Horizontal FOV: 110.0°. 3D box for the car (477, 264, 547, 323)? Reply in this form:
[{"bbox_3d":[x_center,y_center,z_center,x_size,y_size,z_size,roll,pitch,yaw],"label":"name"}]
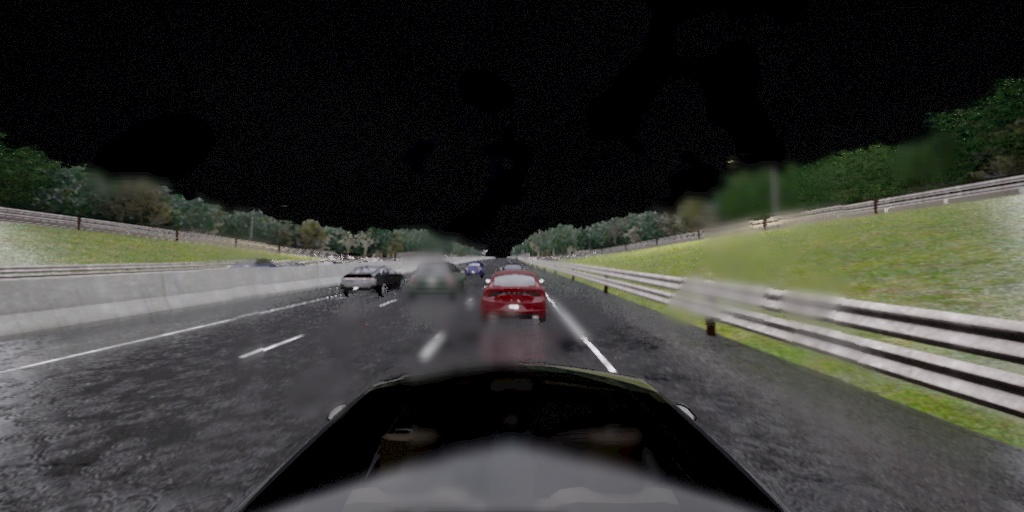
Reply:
[{"bbox_3d":[0.089,1.218,12.176,1.882,1.535,5.008,0,0,1],"label":"car"}]

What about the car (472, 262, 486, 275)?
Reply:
[{"bbox_3d":[-3.562,1.266,34.769,1.812,1.442,4.674,0,0,-1],"label":"car"}]

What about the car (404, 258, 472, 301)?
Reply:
[{"bbox_3d":[-3.404,1.091,17.381,2.097,1.767,4.553,0,0,0],"label":"car"}]

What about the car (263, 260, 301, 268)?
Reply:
[{"bbox_3d":[-21.238,1.297,34.337,1.994,1.385,4.181,0,0,-1],"label":"car"}]

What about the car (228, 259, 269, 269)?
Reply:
[{"bbox_3d":[-24.736,1.083,34.236,2.097,1.767,4.553,0,0,-1],"label":"car"}]

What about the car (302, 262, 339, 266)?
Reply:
[{"bbox_3d":[-17.746,1.260,34.300,1.812,1.442,4.674,0,0,-1],"label":"car"}]

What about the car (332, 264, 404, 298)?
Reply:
[{"bbox_3d":[-6.904,1.231,18.287,2.128,1.511,4.902,0,0,0],"label":"car"}]
